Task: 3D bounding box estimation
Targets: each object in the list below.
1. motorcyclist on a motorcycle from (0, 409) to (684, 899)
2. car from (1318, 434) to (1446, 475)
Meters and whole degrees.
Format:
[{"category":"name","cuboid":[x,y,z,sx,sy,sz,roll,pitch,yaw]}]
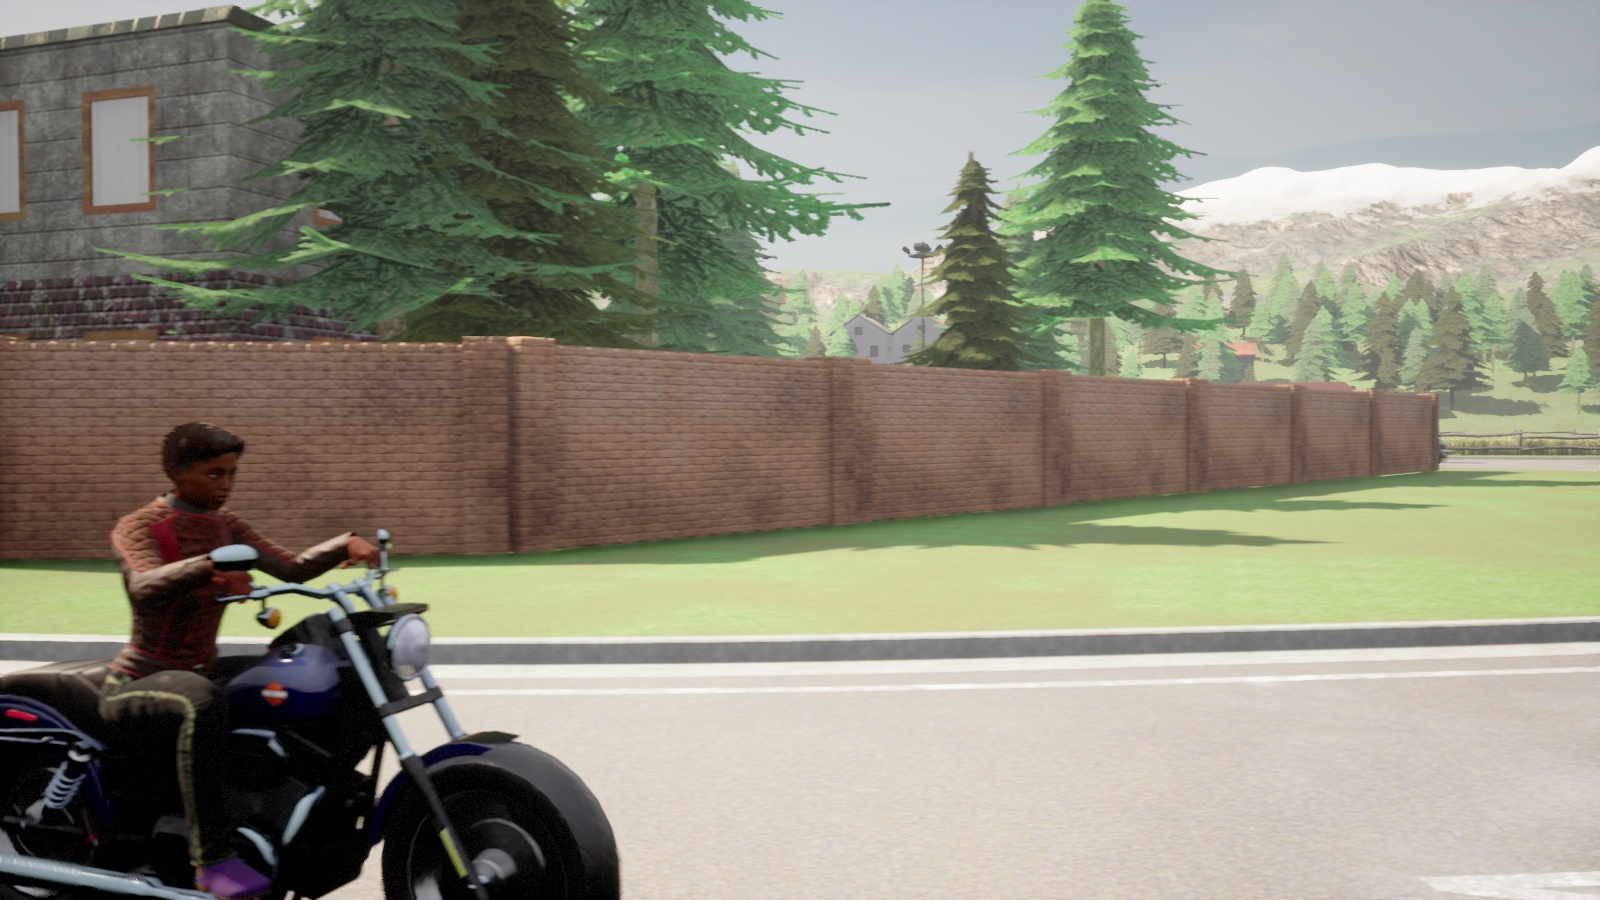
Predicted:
[{"category":"motorcyclist on a motorcycle","cuboid":[-1.584,0.711,3.725,2.350,1.649,0.766,1,1,19]},{"category":"car","cuboid":[22.546,0.144,48.740,4.193,1.474,1.816,1,1,38]}]
